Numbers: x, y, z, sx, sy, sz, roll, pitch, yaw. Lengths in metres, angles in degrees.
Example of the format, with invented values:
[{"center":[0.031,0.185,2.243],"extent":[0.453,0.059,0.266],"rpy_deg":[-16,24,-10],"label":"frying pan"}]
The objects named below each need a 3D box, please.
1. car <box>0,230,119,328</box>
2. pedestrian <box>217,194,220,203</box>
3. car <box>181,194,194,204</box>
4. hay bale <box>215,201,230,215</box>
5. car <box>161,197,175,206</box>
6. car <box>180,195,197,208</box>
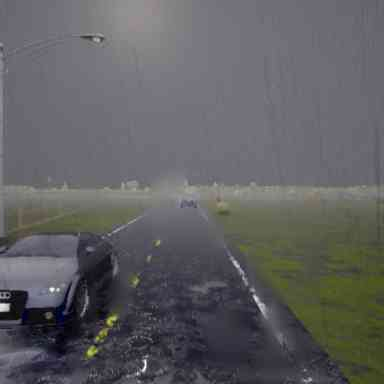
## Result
[{"center":[-2.873,1.532,6.974],"extent":[1.994,1.385,4.181],"rpy_deg":[0,0,0],"label":"car"},{"center":[2.548,1.133,32.495],"extent":[0.375,1.860,0.375],"rpy_deg":[0,1,1],"label":"pedestrian"},{"center":[-0.811,1.196,57.005],"extent":[2.128,1.511,4.902],"rpy_deg":[0,0,-2],"label":"car"},{"center":[2.871,1.500,31.330],"extent":[1.220,1.180,1.240],"rpy_deg":[0,1,-1],"label":"hay bale"},{"center":[-3.437,1.353,48.745],"extent":[1.895,1.301,4.718],"rpy_deg":[0,0,-1],"label":"car"},{"center":[-0.451,1.128,44.135],"extent":[2.097,1.767,4.553],"rpy_deg":[0,0,-1],"label":"car"}]
